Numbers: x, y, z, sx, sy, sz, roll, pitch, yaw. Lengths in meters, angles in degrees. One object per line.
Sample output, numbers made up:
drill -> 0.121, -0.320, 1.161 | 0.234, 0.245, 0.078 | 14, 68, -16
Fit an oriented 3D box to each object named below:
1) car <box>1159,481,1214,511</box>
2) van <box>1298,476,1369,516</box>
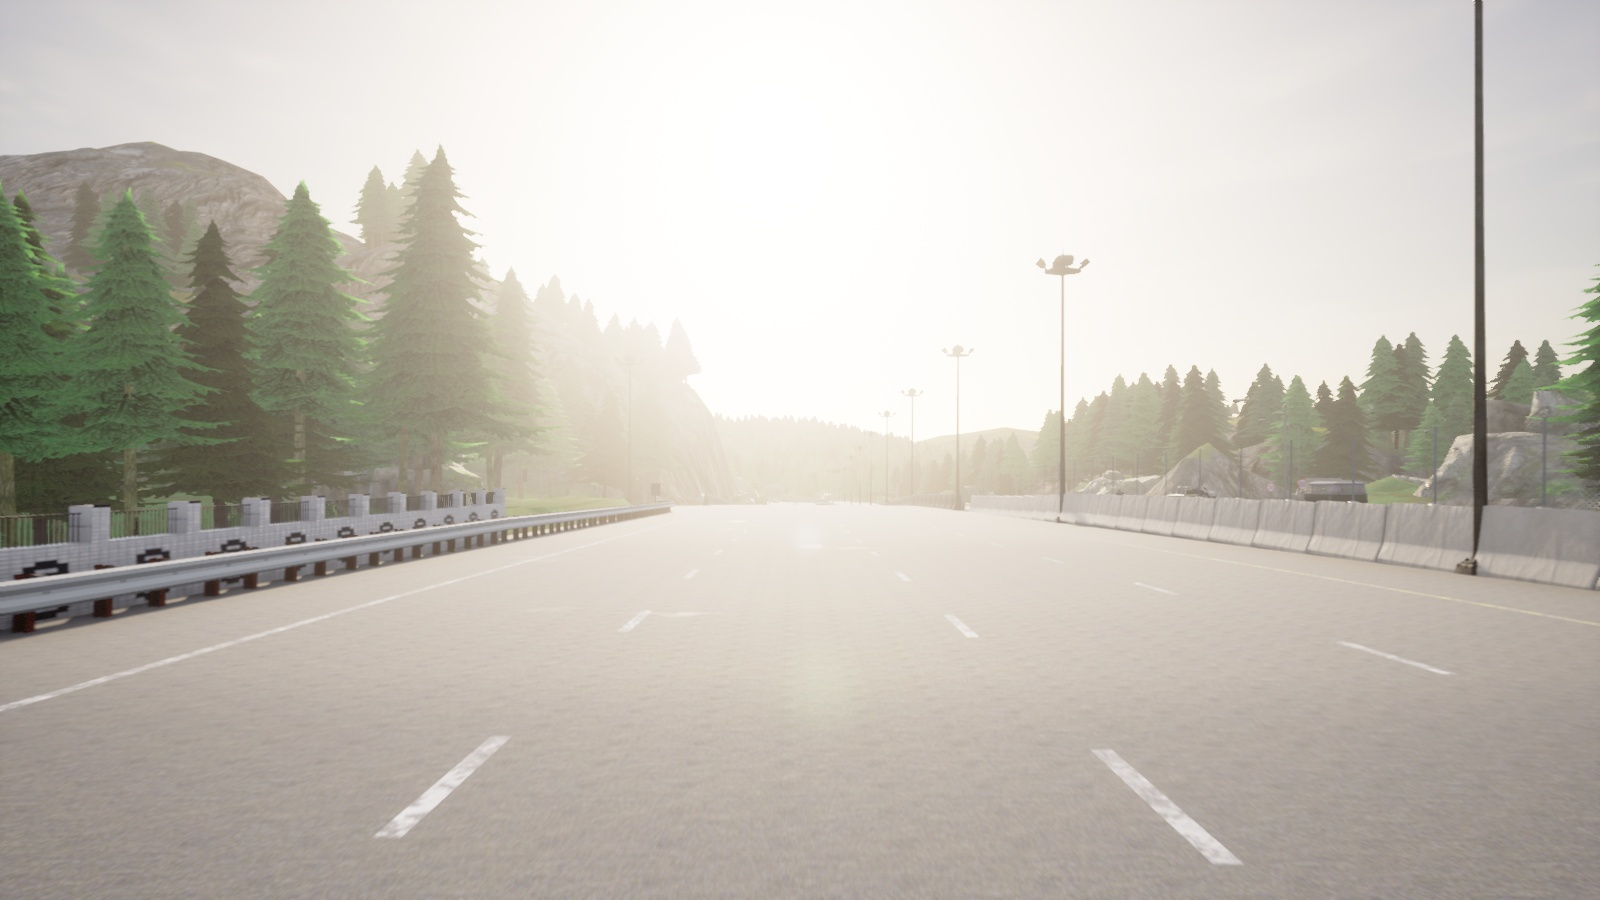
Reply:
car -> 24.249, 2.890, 78.902 | 1.932, 1.855, 4.605 | 0, -2, -1
van -> 27.824, 2.391, 65.618 | 1.775, 1.987, 4.442 | 0, -2, 0
